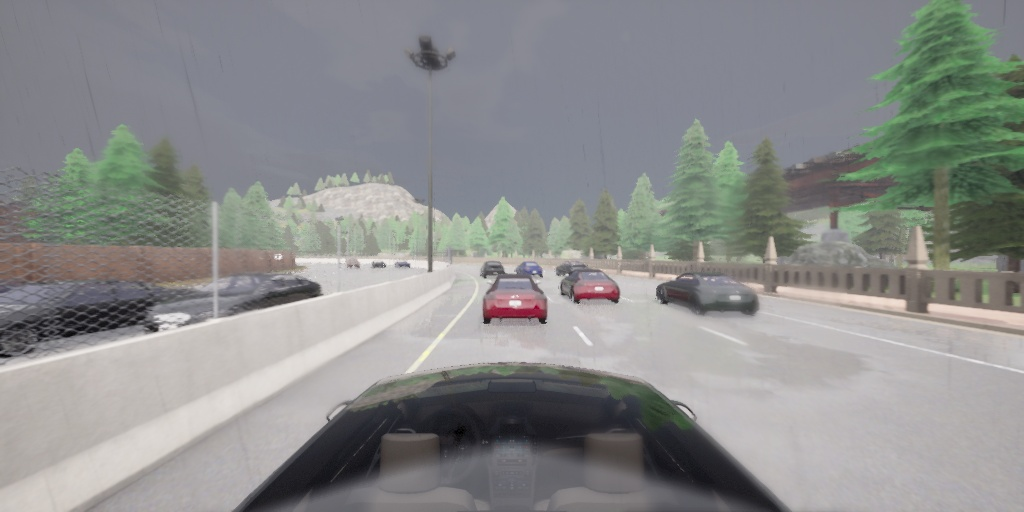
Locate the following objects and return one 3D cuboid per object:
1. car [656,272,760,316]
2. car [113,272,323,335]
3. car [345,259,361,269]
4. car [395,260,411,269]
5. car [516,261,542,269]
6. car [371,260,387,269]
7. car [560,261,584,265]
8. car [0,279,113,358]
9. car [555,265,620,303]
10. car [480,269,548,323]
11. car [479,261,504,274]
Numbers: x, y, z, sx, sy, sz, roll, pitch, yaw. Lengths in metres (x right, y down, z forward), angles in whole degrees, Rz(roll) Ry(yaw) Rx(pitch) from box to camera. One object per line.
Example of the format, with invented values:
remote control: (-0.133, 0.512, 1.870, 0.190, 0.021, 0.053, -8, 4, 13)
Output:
car: (7.050, 1.292, 13.373, 1.994, 1.385, 4.181, 0, 0, -1)
car: (-7.131, 1.226, 9.856, 2.128, 1.511, 4.902, 0, 0, 0)
car: (-23.540, 1.130, 53.069, 1.882, 1.535, 5.008, 0, 0, -26)
car: (-16.870, 1.249, 55.392, 1.895, 1.301, 4.718, 0, 0, -25)
car: (1.538, 1.216, 33.217, 1.812, 1.442, 4.674, 0, 0, -10)
car: (-19.898, 1.252, 53.596, 1.895, 1.301, 4.718, 0, 0, -25)
car: (5.286, 1.184, 32.203, 2.128, 1.511, 4.902, 0, 0, -10)
car: (-10.555, 1.284, 8.726, 2.033, 1.411, 5.357, 0, 0, 1)
car: (3.438, 1.286, 16.478, 1.994, 1.385, 4.181, 0, 0, -2)
car: (0.068, 1.294, 12.106, 1.994, 1.385, 4.181, 0, 0, -1)
car: (-1.832, 1.197, 32.305, 1.837, 1.490, 4.892, 0, 0, -10)
